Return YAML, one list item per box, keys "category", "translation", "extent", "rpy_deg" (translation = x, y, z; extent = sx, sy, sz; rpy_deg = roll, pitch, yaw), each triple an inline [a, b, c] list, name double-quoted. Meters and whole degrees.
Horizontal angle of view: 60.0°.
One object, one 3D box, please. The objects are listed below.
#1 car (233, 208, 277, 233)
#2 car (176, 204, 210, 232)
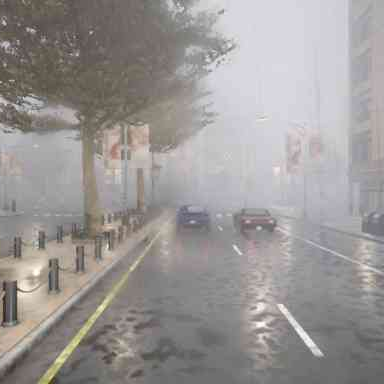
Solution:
- category: "car"
  translation: [3.560, 1.596, 19.730]
  extent: [1.895, 1.301, 4.718]
  rpy_deg: [0, 0, 0]
- category: "car"
  translation: [0.061, 1.473, 20.161]
  extent: [1.882, 1.535, 5.008]
  rpy_deg: [0, -1, 0]
